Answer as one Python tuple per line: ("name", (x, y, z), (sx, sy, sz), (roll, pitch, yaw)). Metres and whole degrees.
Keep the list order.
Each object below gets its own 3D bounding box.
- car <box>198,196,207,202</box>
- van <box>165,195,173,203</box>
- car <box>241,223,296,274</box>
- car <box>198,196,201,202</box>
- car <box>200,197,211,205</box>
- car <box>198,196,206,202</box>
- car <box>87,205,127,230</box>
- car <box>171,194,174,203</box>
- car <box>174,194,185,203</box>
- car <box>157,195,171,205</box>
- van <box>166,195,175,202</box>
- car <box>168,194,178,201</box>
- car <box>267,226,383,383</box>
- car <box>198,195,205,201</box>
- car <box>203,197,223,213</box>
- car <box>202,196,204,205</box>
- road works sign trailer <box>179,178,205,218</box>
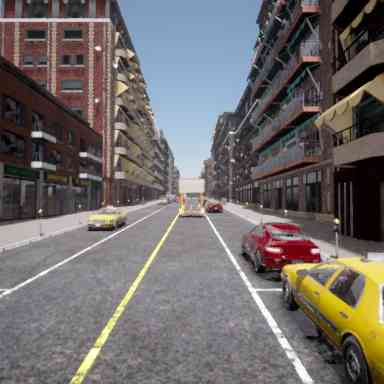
("car", (2.583, 1.756, 82.115), (1.887, 1.381, 4.507), (1, 0, 0))
("van", (-5.292, 1.526, 76.645), (1.690, 1.788, 3.998), (2, 0, 0))
("car", (2.584, 1.589, 10.219), (1.802, 1.307, 4.206), (1, 0, 0))
("car", (2.583, 1.666, 59.991), (1.887, 1.381, 4.507), (1, 0, 0))
("car", (2.583, 1.692, 65.523), (2.008, 1.369, 4.403), (1, 0, 0))
("car", (2.583, 1.783, 87.645), (1.887, 1.381, 4.507), (1, 0, 0))
("car", (-5.294, 1.545, 21.177), (1.752, 1.417, 4.829), (2, 0, 0))
("car", (-5.291, 1.456, 65.587), (2.192, 1.841, 5.009), (2, 0, 0))
("car", (-2.751, 1.365, 75.964), (2.150, 2.045, 5.566), (0, 0, 0))
("car", (-5.296, 1.646, 59.884), (1.752, 1.417, 4.829), (2, 0, 0))
("van", (-5.293, 1.552, 82.177), (1.690, 1.788, 3.998), (1, 0, 0))
("car", (-5.292, 1.582, 93.238), (2.192, 1.841, 5.009), (1, 0, 0))
("car", (2.586, 1.528, 4.860), (1.752, 1.417, 4.829), (2, 0, 0))
("car", (2.593, 1.707, 93.177), (1.967, 1.590, 4.097), (1, 0, 0))
("car", (2.584, 1.598, 37.869), (1.887, 1.381, 4.507), (1, 0, 0))
("car", (2.585, 1.593, 43.571), (1.752, 1.417, 4.829), (1, 0, 0))
("road works sign trailer", (-0.021, 0.487, 30.539), (2.380, 3.560, 2.880), (-1, 0, 0))
